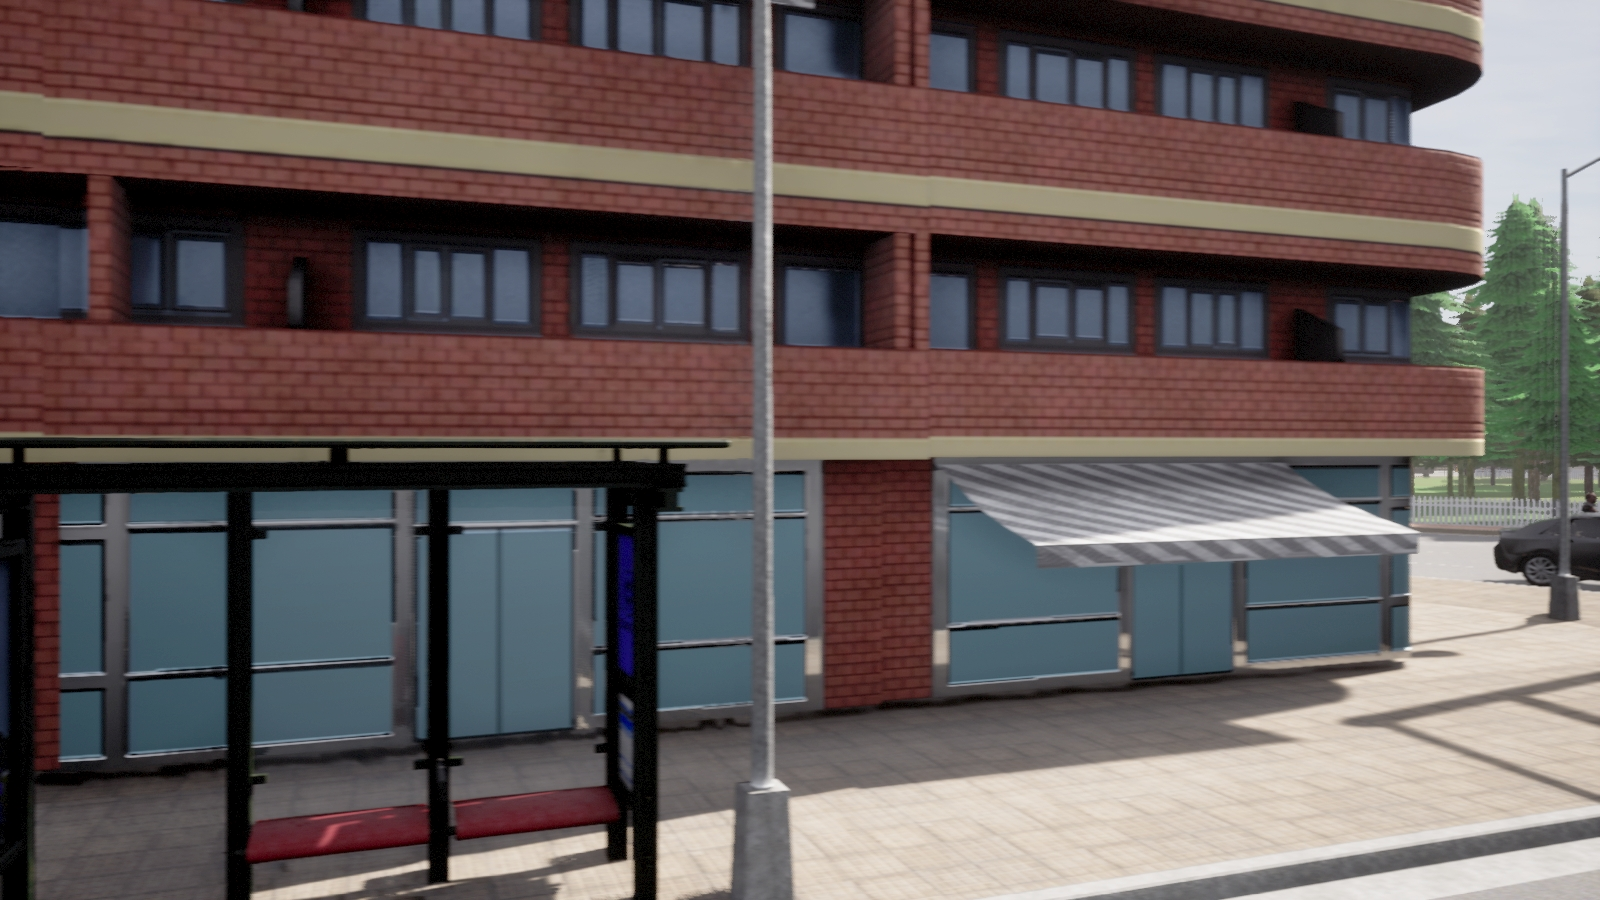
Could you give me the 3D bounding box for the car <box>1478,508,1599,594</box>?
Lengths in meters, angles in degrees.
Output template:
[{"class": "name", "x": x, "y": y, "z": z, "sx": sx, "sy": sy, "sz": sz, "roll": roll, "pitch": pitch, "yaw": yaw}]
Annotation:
[{"class": "car", "x": 16.276, "y": 2.006, "z": 22.171, "sx": 2.231, "sy": 1.480, "sz": 4.892, "roll": 0, "pitch": 0, "yaw": -39}]
